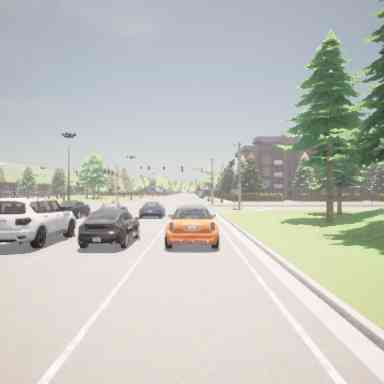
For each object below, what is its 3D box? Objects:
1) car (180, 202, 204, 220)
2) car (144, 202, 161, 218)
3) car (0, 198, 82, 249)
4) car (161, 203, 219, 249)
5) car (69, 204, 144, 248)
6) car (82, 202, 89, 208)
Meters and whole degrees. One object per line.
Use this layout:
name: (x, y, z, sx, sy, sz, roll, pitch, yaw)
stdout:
car: (0.000, 1.614, 29.680, 1.895, 1.301, 4.718, 0, 0, 0)
car: (-3.500, 1.570, 29.650, 1.994, 1.385, 4.181, 0, 0, 0)
car: (-7.000, 1.255, 14.680, 2.150, 2.045, 5.566, 0, 0, 0)
car: (0.000, 1.363, 14.620, 2.097, 1.767, 4.553, 0, 0, 0)
car: (-3.500, 1.513, 14.650, 1.837, 1.490, 4.892, 0, 0, 0)
car: (-10.500, 1.514, 29.650, 1.837, 1.490, 4.892, 0, 0, 0)
